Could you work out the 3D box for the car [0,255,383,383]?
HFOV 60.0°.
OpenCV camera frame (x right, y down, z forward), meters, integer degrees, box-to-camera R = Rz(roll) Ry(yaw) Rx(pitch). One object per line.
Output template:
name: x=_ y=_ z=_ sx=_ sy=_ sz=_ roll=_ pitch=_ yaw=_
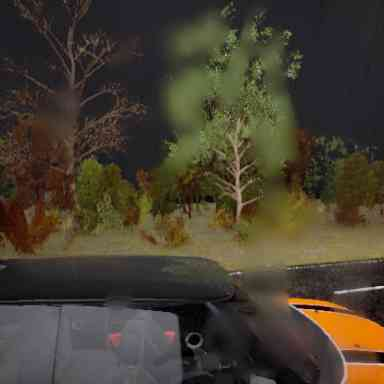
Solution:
car: x=-0.133 y=1.348 z=2.630 sx=4.553 sy=1.767 sz=2.097 roll=0 pitch=0 yaw=-3
